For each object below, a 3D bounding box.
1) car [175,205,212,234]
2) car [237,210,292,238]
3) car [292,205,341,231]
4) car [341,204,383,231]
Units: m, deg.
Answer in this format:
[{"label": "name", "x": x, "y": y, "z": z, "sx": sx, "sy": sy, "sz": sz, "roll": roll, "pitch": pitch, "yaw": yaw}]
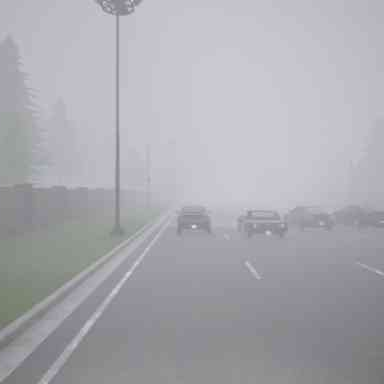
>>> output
[{"label": "car", "x": 0.103, "y": 1.523, "z": 19.505, "sx": 1.837, "sy": 1.490, "sz": 4.892, "roll": 0, "pitch": 0, "yaw": 0}, {"label": "car", "x": 3.601, "y": 1.617, "z": 17.898, "sx": 1.895, "sy": 1.301, "sz": 4.718, "roll": 0, "pitch": 0, "yaw": 0}, {"label": "car", "x": 7.088, "y": 1.544, "z": 20.490, "sx": 1.812, "sy": 1.442, "sz": 4.674, "roll": 0, "pitch": 0, "yaw": 0}, {"label": "car", "x": 10.602, "y": 1.497, "z": 21.006, "sx": 1.882, "sy": 1.535, "sz": 5.008, "roll": 0, "pitch": 0, "yaw": 0}]
